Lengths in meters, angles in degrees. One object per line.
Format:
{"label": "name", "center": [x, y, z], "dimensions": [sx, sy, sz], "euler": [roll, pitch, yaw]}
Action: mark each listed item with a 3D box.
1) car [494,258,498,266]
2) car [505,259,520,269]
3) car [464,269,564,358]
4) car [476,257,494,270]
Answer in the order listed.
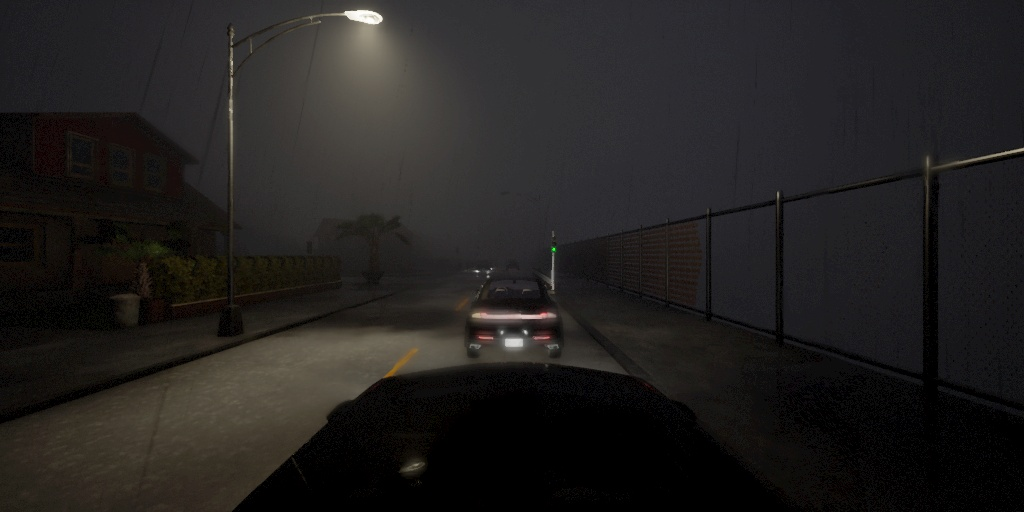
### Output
{"label": "car", "center": [-4.070, 1.291, 61.685], "dimensions": [2.033, 1.411, 5.357], "euler": [0, 0, 0]}
{"label": "car", "center": [0.110, 1.249, 52.479], "dimensions": [1.837, 1.490, 4.892], "euler": [0, 0, 0]}
{"label": "car", "center": [0.055, 1.241, 8.433], "dimensions": [2.128, 1.511, 4.902], "euler": [0, 0, 0]}
{"label": "car", "center": [-4.090, 1.249, 51.820], "dimensions": [1.837, 1.490, 4.892], "euler": [0, 0, 0]}
